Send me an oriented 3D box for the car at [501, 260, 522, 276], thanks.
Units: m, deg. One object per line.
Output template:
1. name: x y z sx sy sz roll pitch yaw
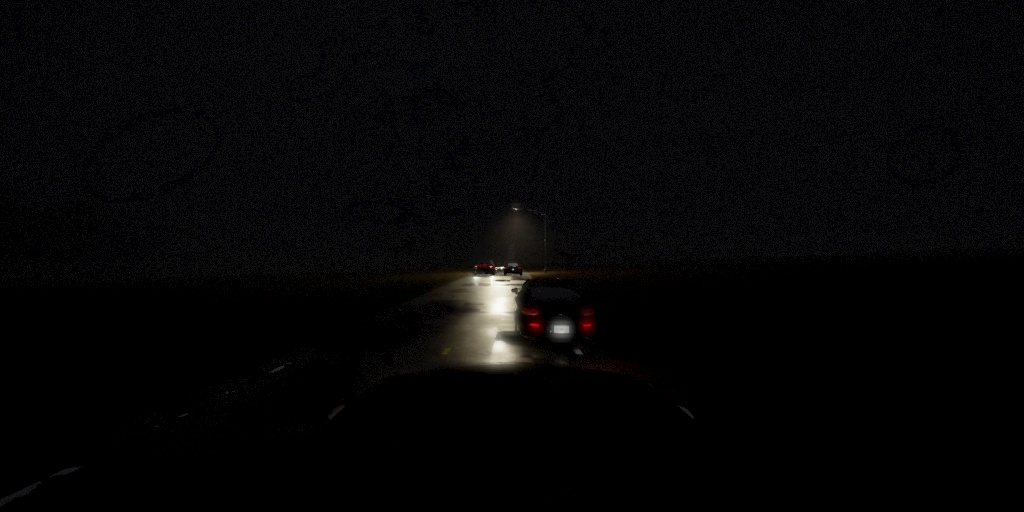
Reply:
1. car: 0.121 1.374 38.934 1.994 1.385 4.181 0 0 1

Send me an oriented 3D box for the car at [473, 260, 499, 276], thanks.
1. car: -2.806 1.155 37.467 2.097 1.767 4.553 0 0 0

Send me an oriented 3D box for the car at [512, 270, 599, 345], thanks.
1. car: 0.973 1.272 9.327 1.812 1.442 4.674 0 0 0
